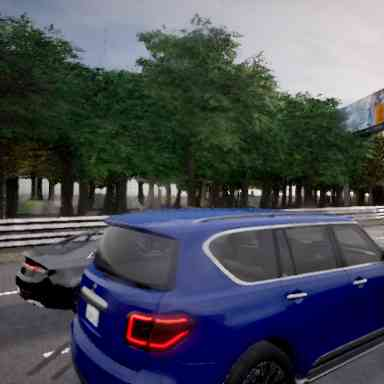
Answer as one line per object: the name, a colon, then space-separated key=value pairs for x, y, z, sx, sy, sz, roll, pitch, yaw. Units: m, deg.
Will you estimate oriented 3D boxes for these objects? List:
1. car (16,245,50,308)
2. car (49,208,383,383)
car: x=-1.080 y=1.517 z=7.275 sx=4.902 sy=1.511 sz=2.128 roll=1 pitch=0 yaw=-36
car: x=1.254 y=1.250 z=4.642 sx=5.566 sy=2.045 sz=2.150 roll=1 pitch=0 yaw=-35
